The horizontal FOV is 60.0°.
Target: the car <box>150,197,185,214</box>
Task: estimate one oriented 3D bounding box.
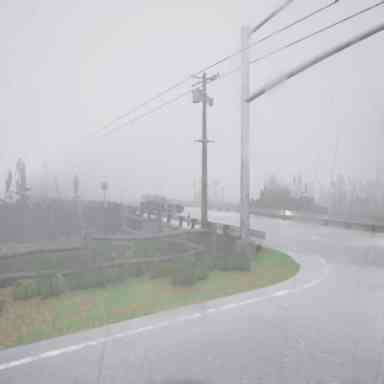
[{"bbox_3d":[-2.480,1.067,27.149,1.895,1.301,4.718,0,1,-32],"label":"car"}]
